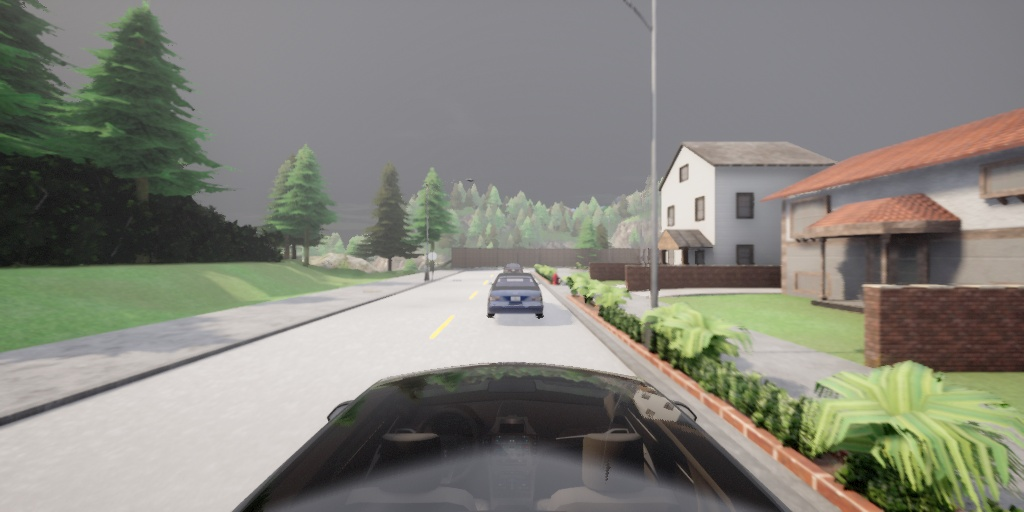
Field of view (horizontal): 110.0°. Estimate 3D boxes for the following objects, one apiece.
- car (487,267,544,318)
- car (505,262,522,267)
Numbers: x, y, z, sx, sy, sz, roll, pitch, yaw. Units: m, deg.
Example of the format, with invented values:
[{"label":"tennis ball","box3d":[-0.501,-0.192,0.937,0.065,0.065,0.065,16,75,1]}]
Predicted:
[{"label":"car","box3d":[0.107,1.294,13.012,2.033,1.411,5.357,0,0,0]},{"label":"car","box3d":[0.118,1.287,33.265,2.033,1.411,5.357,0,0,0]}]
